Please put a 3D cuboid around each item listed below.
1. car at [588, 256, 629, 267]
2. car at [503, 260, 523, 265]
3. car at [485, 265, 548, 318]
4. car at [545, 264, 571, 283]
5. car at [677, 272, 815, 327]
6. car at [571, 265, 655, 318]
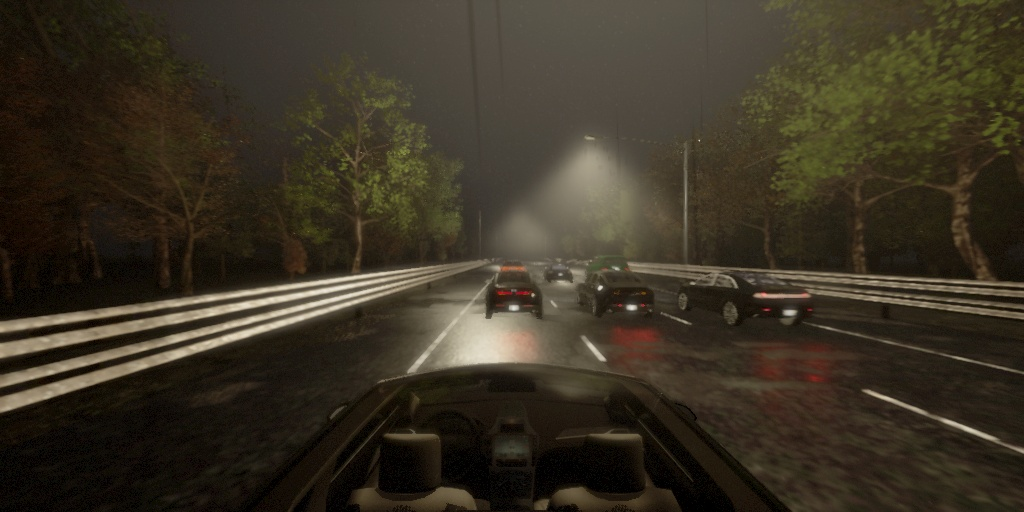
[{"bbox_3d":[7.067,0.989,26.843,2.150,2.045,5.566,0,0,0],"label":"car"},{"bbox_3d":[0.071,1.116,27.670,2.097,1.767,4.553,0,0,0],"label":"car"},{"bbox_3d":[0.073,1.264,12.951,1.837,1.490,4.892,0,0,0],"label":"car"},{"bbox_3d":[3.575,1.329,28.300,1.994,1.385,4.181,0,0,0],"label":"car"},{"bbox_3d":[7.064,1.246,11.510,2.128,1.511,4.902,0,0,0],"label":"car"},{"bbox_3d":[3.573,1.265,13.068,1.837,1.490,4.892,0,0,0],"label":"car"}]
